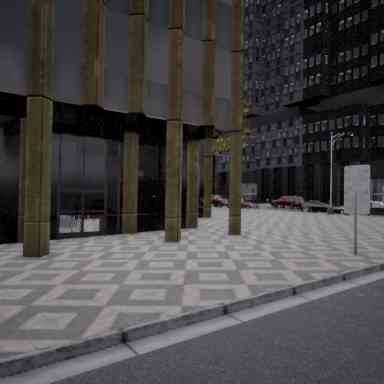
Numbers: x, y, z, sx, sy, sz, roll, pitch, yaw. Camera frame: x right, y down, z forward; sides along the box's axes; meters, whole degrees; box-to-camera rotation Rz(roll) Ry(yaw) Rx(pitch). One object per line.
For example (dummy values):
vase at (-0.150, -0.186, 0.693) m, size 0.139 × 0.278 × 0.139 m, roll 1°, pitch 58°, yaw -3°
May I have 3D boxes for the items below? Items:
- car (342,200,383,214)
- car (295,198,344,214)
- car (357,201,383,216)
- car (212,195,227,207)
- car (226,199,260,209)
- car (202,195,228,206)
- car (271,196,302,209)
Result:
car at (20.107, 1.709, 38.756) m, size 2.008 × 1.369 × 4.403 m, roll 1°, pitch -1°, yaw -35°
car at (13.160, 1.540, 33.817) m, size 1.947 × 1.339 × 4.313 m, roll 1°, pitch -1°, yaw -35°
car at (16.350, 1.518, 29.321) m, size 2.008 × 1.369 × 4.403 m, roll 1°, pitch -1°, yaw -35°
car at (3.593, 1.312, 47.309) m, size 2.192 × 1.841 × 5.009 m, roll 1°, pitch -1°, yaw -35°
car at (6.779, 1.571, 42.810) m, size 1.802 × 1.307 × 4.206 m, roll 1°, pitch -1°, yaw -35°
car at (4.161, 1.512, 61.239) m, size 2.192 × 1.841 × 5.009 m, roll 1°, pitch -1°, yaw -35°
car at (13.731, 1.488, 47.751) m, size 2.192 × 1.841 × 5.009 m, roll 1°, pitch -1°, yaw -35°
